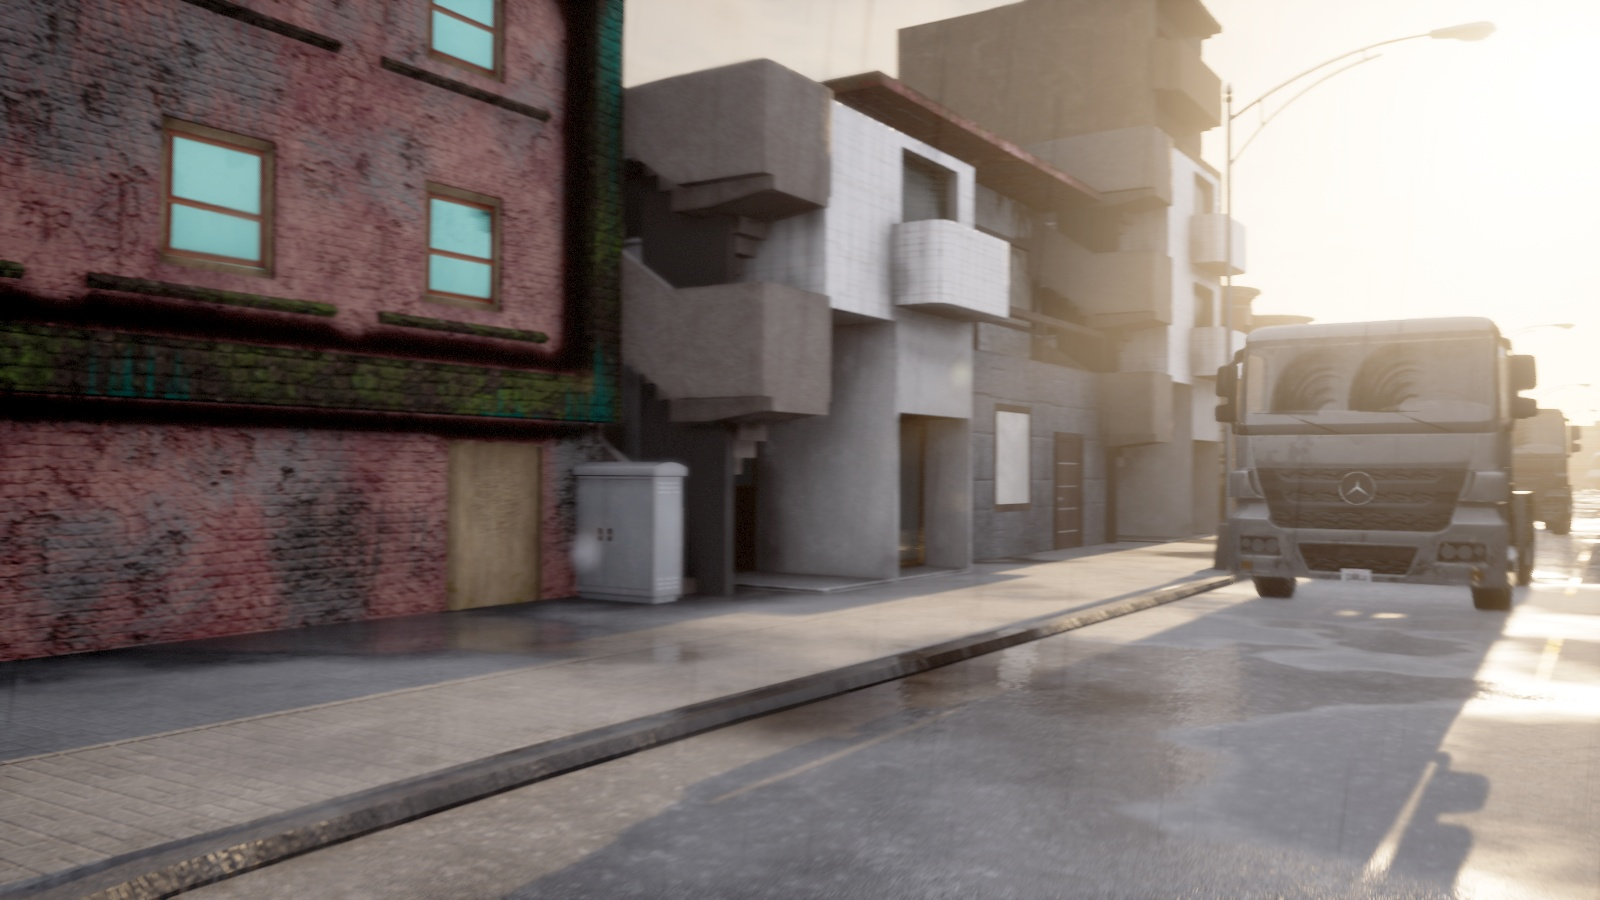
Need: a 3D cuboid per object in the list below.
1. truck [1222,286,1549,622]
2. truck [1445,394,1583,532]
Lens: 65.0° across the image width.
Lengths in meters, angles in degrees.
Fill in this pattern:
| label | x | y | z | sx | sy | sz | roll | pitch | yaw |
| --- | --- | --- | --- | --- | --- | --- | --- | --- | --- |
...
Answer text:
| label | x | y | z | sx | sy | sz | roll | pitch | yaw |
| --- | --- | --- | --- | --- | --- | --- | --- | --- | --- |
| truck | 8.265 | 0.104 | 17.028 | 2.891 | 3.462 | 7.936 | -1 | -1 | 33 |
| truck | 20.420 | 0.400 | 35.688 | 2.891 | 3.462 | 7.936 | -1 | -1 | 33 |
